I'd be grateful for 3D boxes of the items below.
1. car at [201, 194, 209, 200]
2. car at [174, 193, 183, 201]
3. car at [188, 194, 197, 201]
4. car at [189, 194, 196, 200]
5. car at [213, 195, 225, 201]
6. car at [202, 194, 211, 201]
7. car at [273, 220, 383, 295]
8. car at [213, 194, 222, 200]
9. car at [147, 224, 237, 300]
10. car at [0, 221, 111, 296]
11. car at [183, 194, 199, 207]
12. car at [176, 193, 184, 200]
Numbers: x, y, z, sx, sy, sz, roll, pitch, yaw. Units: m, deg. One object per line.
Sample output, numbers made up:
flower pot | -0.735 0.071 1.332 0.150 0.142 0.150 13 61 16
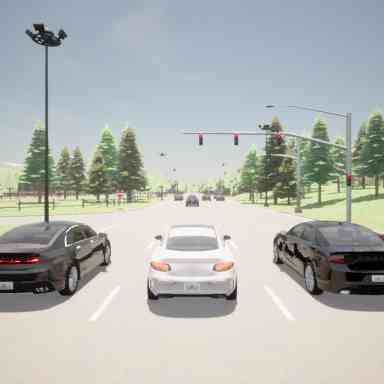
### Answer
car | 3.612 1.372 93.183 2.033 1.411 5.357 0 0 0
car | -3.400 1.544 83.155 1.994 1.385 4.181 0 0 0
car | 0.100 1.348 83.154 2.097 1.767 4.553 0 0 0
car | 0.112 1.332 93.188 1.837 1.490 4.892 0 0 0
car | 7.100 1.517 82.759 2.128 1.511 4.902 0 0 0
car | 3.600 1.348 83.150 2.097 1.767 4.553 0 0 0
car | 3.522 1.478 8.743 1.882 1.535 5.008 0 0 0
car | 7.112 1.385 93.179 1.994 1.385 4.181 0 0 0
car | 0.016 1.526 8.252 1.812 1.442 4.674 0 0 0
car | -3.479 1.505 8.646 1.837 1.490 4.892 0 0 0
car | 0.063 1.352 52.125 2.097 1.767 4.553 0 0 0
car | -3.388 1.188 93.162 2.097 1.767 4.553 0 0 0
